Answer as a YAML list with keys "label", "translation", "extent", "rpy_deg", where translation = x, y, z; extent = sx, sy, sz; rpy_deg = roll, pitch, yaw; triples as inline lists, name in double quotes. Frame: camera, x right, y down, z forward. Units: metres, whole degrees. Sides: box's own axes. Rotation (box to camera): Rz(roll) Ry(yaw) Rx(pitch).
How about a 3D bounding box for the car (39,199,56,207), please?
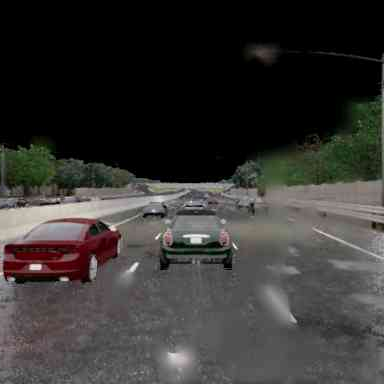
- label: "car"
  translation: [-20.796, 1.674, 49.256]
  extent: [1.895, 1.301, 4.718]
  rpy_deg: [0, 0, 1]

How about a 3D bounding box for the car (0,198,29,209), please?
- label: "car"
  translation: [-24.333, 1.569, 45.860]
  extent: [1.837, 1.490, 4.892]
  rpy_deg: [0, -1, 1]

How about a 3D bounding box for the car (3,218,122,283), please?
- label: "car"
  translation: [-3.385, 1.481, 9.687]
  extent: [1.882, 1.535, 5.008]
  rpy_deg: [0, 0, 0]

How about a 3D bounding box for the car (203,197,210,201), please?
- label: "car"
  translation: [0.204, 1.519, 29.873]
  extent: [2.128, 1.511, 4.902]
  rpy_deg: [0, 0, 0]

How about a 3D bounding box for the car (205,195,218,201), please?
- label: "car"
  translation: [3.952, 1.726, 64.932]
  extent: [1.895, 1.301, 4.718]
  rpy_deg: [0, 0, 1]

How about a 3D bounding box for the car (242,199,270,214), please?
- label: "car"
  translation: [7.073, 1.533, 35.739]
  extent: [2.128, 1.511, 4.902]
  rpy_deg: [0, 0, 2]

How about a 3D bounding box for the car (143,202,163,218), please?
- label: "car"
  translation: [-3.291, 1.592, 30.690]
  extent: [1.994, 1.385, 4.181]
  rpy_deg: [0, 0, 0]

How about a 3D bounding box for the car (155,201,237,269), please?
- label: "car"
  translation: [0.120, 1.356, 11.283]
  extent: [2.097, 1.767, 4.553]
  rpy_deg: [0, 0, 0]

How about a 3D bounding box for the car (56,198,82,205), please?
- label: "car"
  translation: [-17.312, 1.577, 48.053]
  extent: [1.837, 1.490, 4.892]
  rpy_deg: [0, -1, 1]

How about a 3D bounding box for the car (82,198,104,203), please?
- label: "car"
  translation: [-13.816, 1.596, 47.932]
  extent: [1.812, 1.442, 4.674]
  rpy_deg: [0, 0, 1]

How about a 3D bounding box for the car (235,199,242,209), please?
- label: "car"
  translation: [7.266, 1.637, 47.253]
  extent: [1.994, 1.385, 4.181]
  rpy_deg: [0, 0, 1]
